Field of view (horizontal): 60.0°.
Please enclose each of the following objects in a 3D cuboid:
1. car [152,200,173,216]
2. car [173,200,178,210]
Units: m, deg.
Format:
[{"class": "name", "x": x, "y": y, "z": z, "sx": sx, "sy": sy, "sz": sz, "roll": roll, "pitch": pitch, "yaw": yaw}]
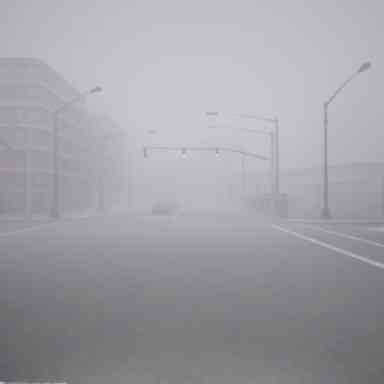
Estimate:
[{"class": "car", "x": -3.600, "y": 1.903, "z": 39.094, "sx": 1.882, "sy": 1.535, "sz": 5.008, "roll": 0, "pitch": -1, "yaw": 0}, {"class": "car", "x": -3.592, "y": 2.015, "z": 49.351, "sx": 1.882, "sy": 1.535, "sz": 5.008, "roll": 0, "pitch": -1, "yaw": 0}]
